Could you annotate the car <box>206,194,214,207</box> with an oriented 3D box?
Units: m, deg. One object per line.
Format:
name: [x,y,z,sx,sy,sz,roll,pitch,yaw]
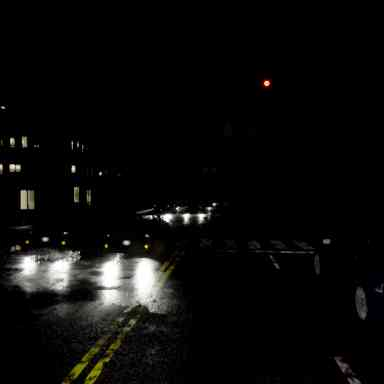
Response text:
car: [1.935,1.509,51.254,1.812,1.442,4.674,0,0,6]

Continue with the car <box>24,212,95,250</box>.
car: [-5.250,1.563,14.323,1.994,1.385,4.181,0,0,6]

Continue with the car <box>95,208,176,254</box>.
car: [-2.071,1.561,13.478,1.994,1.385,4.181,0,0,6]

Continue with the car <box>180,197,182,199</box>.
car: [-1.262,1.510,51.895,1.812,1.442,4.674,0,1,6]

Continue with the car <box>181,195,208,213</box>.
car: [0.362,1.467,36.417,1.882,1.535,5.008,0,0,6]

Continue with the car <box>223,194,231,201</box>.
car: [8.268,1.279,79.284,1.882,1.535,5.008,0,0,6]

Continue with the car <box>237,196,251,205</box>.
car: [9.574,1.526,59.814,2.033,1.411,5.357,0,0,6]

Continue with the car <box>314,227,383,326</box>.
car: [3.983,1.476,6.969,1.882,1.535,5.008,0,0,7]

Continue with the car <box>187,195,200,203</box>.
car: [0.437,1.471,67.197,2.128,1.511,4.902,0,0,6]

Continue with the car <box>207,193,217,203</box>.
car: [3.960,1.196,69.455,2.150,2.045,5.566,0,0,6]

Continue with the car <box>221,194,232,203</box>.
car: [7.170,1.479,68.924,1.837,1.490,4.892,0,0,6]

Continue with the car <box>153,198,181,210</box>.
car: [-2.911,1.591,37.208,1.895,1.301,4.718,0,0,8]
